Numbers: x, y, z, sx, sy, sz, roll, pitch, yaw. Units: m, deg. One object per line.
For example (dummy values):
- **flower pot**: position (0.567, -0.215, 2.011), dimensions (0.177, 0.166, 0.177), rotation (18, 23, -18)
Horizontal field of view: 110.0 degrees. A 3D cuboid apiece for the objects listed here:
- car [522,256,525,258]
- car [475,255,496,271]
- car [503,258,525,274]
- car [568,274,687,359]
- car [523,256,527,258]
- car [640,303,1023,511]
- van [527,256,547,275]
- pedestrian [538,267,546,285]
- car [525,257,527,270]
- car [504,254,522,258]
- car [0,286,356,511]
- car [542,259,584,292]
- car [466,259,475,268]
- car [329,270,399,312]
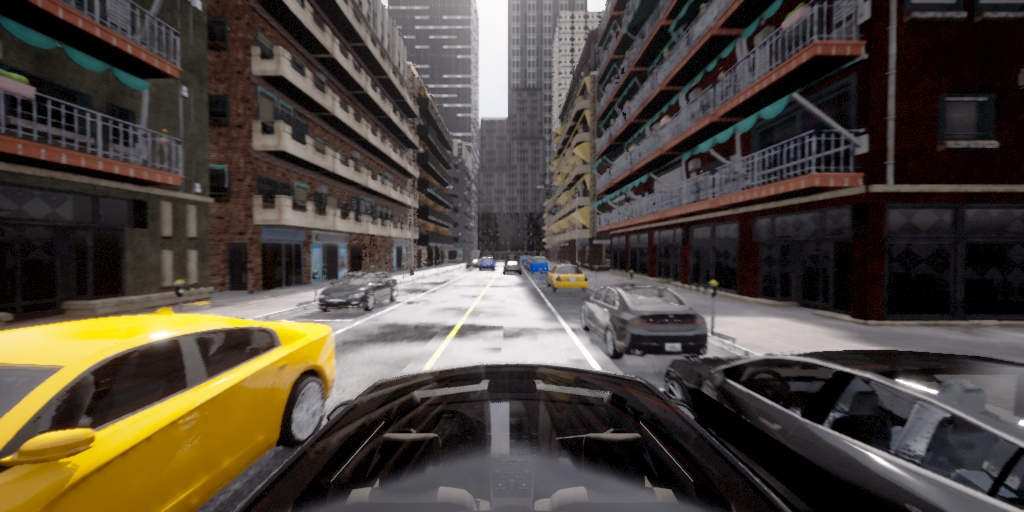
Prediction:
- **car**: position (2.690, 1.097, 52.961), dimensions (1.948, 1.339, 4.313), rotation (0, 0, 0)
- **car**: position (-3.072, 1.043, 44.844), dimensions (1.882, 1.535, 5.008), rotation (0, 0, 0)
- **car**: position (0.058, 1.157, 38.229), dimensions (1.994, 1.385, 4.181), rotation (0, 0, 0)
- **car**: position (2.689, 1.272, 8.147), dimensions (2.007, 1.370, 4.403), rotation (0, 0, 0)
- **car**: position (2.690, 1.099, 47.360), dimensions (1.888, 1.381, 4.507), rotation (0, 0, 0)
- **car**: position (2.689, 1.312, 2.544), dimensions (1.948, 1.339, 4.313), rotation (0, 0, 0)
- **van**: position (2.690, 0.942, 36.156), dimensions (1.690, 1.789, 3.998), rotation (0, 0, 0)
- **pedestrian**: position (1.931, 1.231, 23.275), dimensions (0.375, 1.300, 0.375), rotation (-1, 1, -3)
- **car**: position (2.691, 1.128, 41.758), dimensions (2.007, 1.370, 4.403), rotation (0, 0, 0)
- **car**: position (0.004, 0.753, 52.662), dimensions (2.150, 2.045, 5.566), rotation (0, 0, 0)
- **car**: position (-3.100, 1.225, 2.376), dimensions (1.882, 1.535, 5.008), rotation (0, 0, 0)
- **car**: position (3.000, 1.125, 20.346), dimensions (1.801, 1.575, 5.366), rotation (0, 0, 0)
- **car**: position (-5.691, 1.097, 52.990), dimensions (1.948, 1.339, 4.313), rotation (0, 0, 0)
- **car**: position (-5.691, 1.248, 13.777), dimensions (2.007, 1.370, 4.403), rotation (0, 0, 0)
